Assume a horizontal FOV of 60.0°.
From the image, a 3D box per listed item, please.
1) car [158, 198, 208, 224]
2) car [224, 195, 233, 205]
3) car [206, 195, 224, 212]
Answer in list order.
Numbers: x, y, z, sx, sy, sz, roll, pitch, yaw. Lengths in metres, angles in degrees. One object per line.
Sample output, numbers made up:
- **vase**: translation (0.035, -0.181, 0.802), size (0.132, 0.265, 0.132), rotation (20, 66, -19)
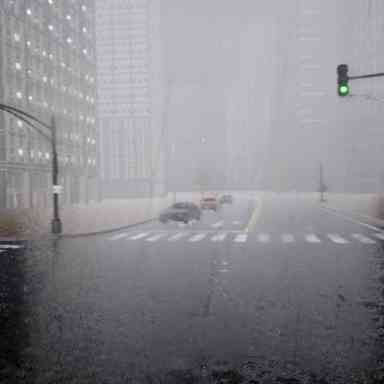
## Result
- **car**: translation (-0.657, 1.437, 24.009), size (2.033, 1.411, 5.357), rotation (-1, 0, 16)
- **car**: translation (5.205, 1.139, 50.300), size (2.033, 1.411, 5.357), rotation (-1, 0, 12)
- **car**: translation (1.923, 1.286, 35.501), size (1.812, 1.442, 4.674), rotation (-1, 1, 13)
